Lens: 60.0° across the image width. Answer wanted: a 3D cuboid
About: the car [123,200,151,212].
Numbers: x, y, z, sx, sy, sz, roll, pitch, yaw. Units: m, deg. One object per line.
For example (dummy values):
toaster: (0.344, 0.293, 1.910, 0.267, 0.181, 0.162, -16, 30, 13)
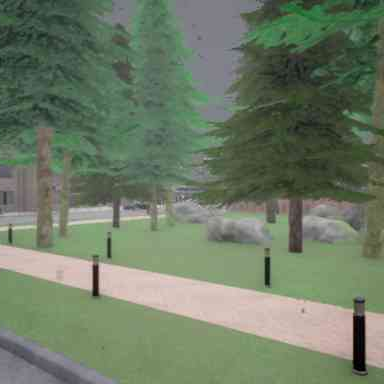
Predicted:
car: (-6.507, 1.627, 42.217, 1.882, 1.535, 5.008, 0, 0, 37)
